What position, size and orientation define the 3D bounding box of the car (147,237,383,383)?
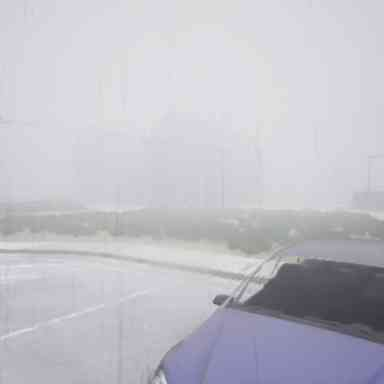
[{"bbox_3d":[1.540,1.480,3.651,2.242,1.667,4.611,0,0,36],"label":"car"}]
